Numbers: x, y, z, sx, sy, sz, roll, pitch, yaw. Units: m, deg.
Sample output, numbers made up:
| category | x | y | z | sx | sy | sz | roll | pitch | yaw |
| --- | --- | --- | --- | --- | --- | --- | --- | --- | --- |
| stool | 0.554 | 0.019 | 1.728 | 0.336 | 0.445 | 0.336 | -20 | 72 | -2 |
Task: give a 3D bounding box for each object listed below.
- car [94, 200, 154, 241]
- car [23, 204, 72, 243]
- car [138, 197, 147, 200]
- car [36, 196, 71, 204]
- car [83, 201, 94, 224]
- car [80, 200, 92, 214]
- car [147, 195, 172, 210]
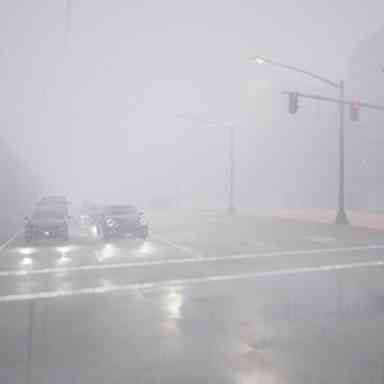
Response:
| category | x | y | z | sx | sy | sz | roll | pitch | yaw |
| --- | --- | --- | --- | --- | --- | --- | --- | --- | --- |
| car | -3.753 | 1.444 | 17.548 | 2.097 | 1.767 | 4.553 | 0 | 0 | -21 |
| car | -7.223 | 1.572 | 16.809 | 1.837 | 1.490 | 4.892 | 0 | 0 | -21 |
| car | -8.476 | 1.686 | 58.932 | 2.097 | 1.767 | 4.553 | 0 | 0 | -21 |
| car | -10.790 | 1.328 | 25.993 | 2.150 | 2.045 | 5.566 | 0 | 0 | -21 |
| car | -7.191 | 1.677 | 26.374 | 2.033 | 1.411 | 5.357 | 0 | 0 | -21 |
| car | -11.811 | 1.706 | 38.302 | 1.812 | 1.442 | 4.674 | 0 | -1 | -22 |
| car | -4.638 | 1.514 | 49.190 | 2.150 | 2.045 | 5.566 | 0 | 0 | -21 |
